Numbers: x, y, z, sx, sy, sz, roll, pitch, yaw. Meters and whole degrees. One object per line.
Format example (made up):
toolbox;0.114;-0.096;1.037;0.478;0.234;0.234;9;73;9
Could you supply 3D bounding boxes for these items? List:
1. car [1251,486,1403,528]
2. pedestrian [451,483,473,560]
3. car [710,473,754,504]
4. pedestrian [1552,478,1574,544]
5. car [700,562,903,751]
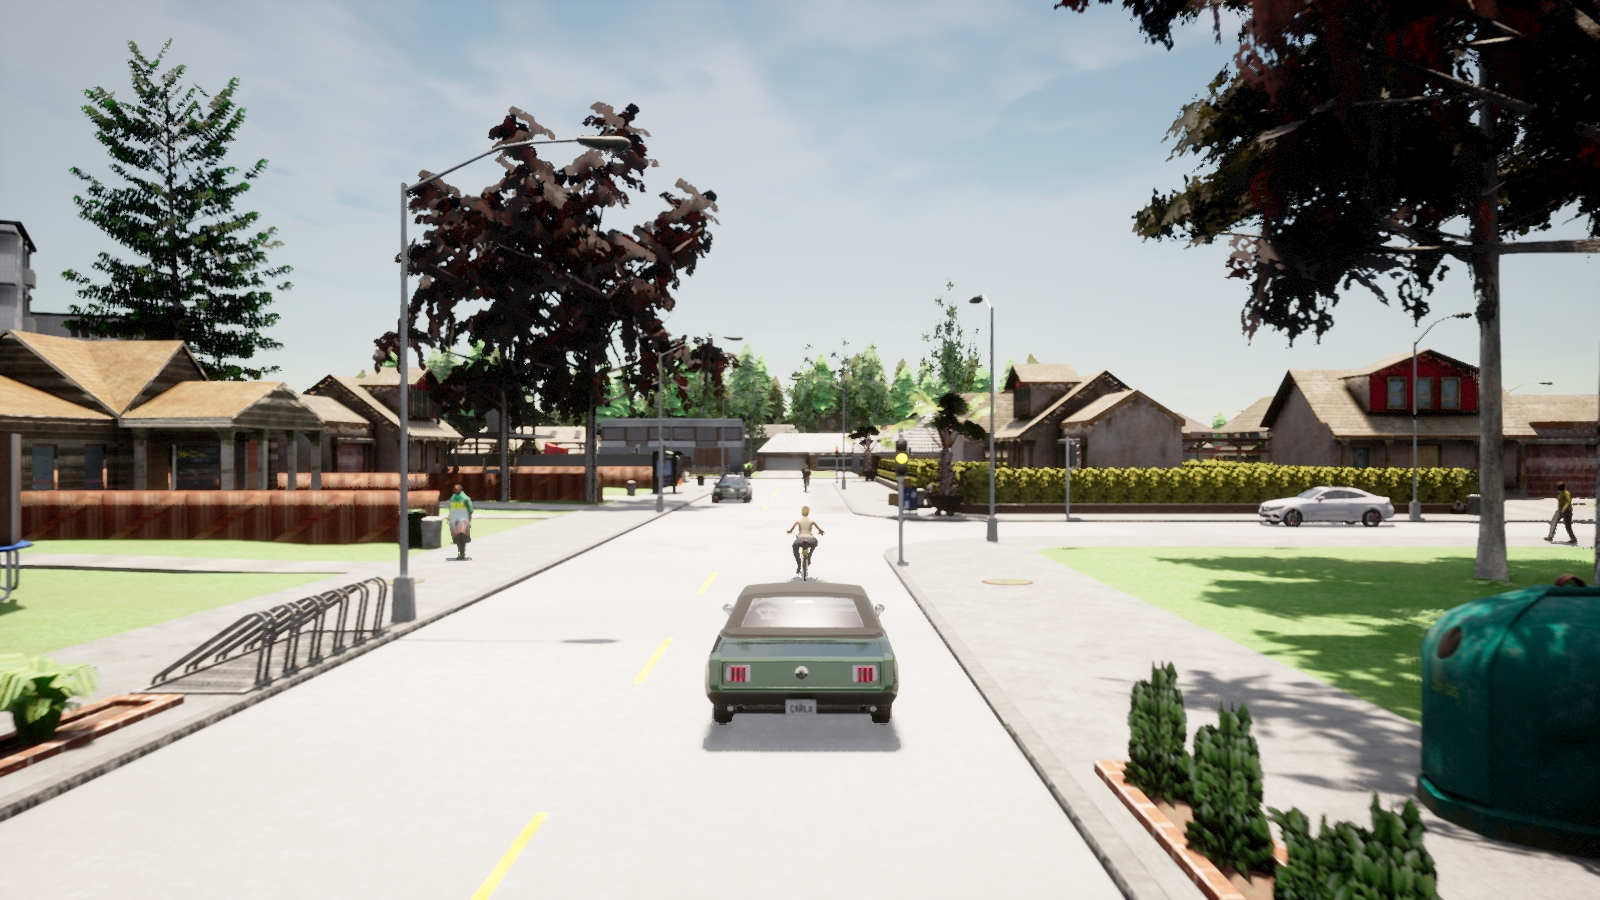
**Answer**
car;19.381;2.081;42.151;4.674;1.442;2.002;0;0;0
pedestrian;-8.294;1.742;28.039;0.375;1.860;0.375;0;0;12
car;-3.626;2.037;61.606;2.038;1.542;4.974;0;0;0
pedestrian;21.735;1.743;32.559;0.375;1.860;0.375;0;0;0
car;0.040;2.155;13.029;1.895;1.301;4.718;0;0;1
